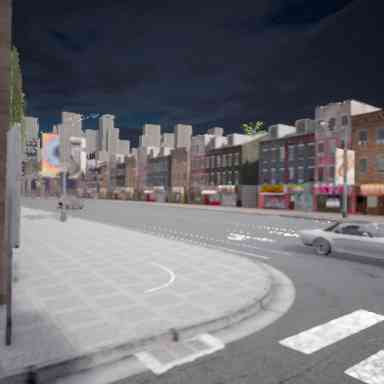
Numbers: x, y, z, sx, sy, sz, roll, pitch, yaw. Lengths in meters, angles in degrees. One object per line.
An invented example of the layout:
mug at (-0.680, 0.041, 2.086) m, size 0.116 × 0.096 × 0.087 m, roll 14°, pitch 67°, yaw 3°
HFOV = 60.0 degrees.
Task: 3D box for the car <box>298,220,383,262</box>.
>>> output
car at (6.199, 1.692, 11.461) m, size 1.895 × 1.301 × 4.718 m, roll 1°, pitch 0°, yaw -36°

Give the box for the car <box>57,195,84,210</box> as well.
car at (-14.802, 1.188, 40.514) m, size 2.097 × 1.767 × 4.553 m, roll 1°, pitch 0°, yaw -36°
